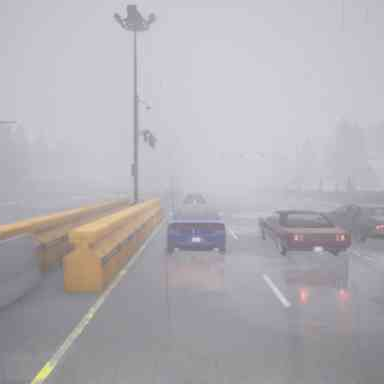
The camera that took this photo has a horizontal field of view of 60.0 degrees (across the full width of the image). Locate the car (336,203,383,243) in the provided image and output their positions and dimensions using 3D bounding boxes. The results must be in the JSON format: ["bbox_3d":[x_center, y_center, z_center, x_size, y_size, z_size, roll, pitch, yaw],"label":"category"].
[{"bbox_3d":[7.151,1.178,13.922,2.033,1.411,5.357,0,2,0],"label":"car"}]

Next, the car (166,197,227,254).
[{"bbox_3d":[0.143,1.157,12.082,1.882,1.535,5.008,0,2,0],"label":"car"}]

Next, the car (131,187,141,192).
[{"bbox_3d":[-13.578,-0.534,79.667,1.895,1.301,4.718,0,2,0],"label":"car"}]

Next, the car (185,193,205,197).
[{"bbox_3d":[0.244,0.749,30.559,1.994,1.385,4.181,0,2,0],"label":"car"}]

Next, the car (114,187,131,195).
[{"bbox_3d":[-13.678,-0.196,64.417,1.812,1.442,4.674,0,2,1],"label":"car"}]

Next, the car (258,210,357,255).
[{"bbox_3d":[3.641,1.289,11.757,1.895,1.301,4.718,0,2,0],"label":"car"}]
